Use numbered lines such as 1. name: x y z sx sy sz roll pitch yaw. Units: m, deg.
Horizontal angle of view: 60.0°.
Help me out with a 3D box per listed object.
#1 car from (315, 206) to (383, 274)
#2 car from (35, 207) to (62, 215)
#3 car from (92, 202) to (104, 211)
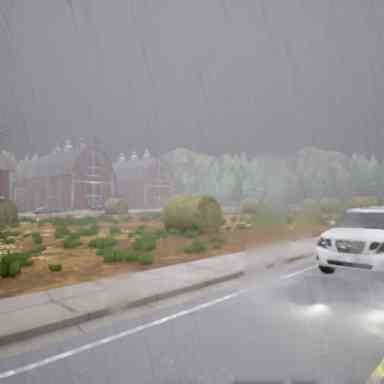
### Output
1. car: 6.075 1.506 10.970 2.150 2.045 5.566 -2 -2 43
2. car: -24.576 3.180 56.998 1.994 1.385 4.181 -1 -2 39
3. car: -20.806 3.225 73.942 1.905 1.878 3.866 6 0 -3
